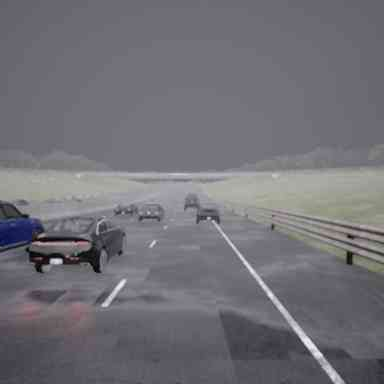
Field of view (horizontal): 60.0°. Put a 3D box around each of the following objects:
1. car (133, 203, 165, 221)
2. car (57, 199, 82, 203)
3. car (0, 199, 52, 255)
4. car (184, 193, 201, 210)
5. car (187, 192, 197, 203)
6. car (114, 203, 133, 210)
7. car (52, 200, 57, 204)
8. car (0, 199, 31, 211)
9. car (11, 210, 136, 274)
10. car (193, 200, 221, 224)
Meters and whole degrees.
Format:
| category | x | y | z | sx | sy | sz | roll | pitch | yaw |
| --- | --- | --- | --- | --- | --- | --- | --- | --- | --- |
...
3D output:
| category | x | y | z | sx | sy | sz | roll | pitch | yaw |
| --- | --- | --- | --- | --- | --- | --- | --- | --- | --- |
| car | -3.403 | 1.720 | 28.616 | 2.033 | 1.411 | 5.357 | 0 | 0 | 0 |
| car | -17.583 | 1.790 | 49.053 | 1.837 | 1.490 | 4.892 | 0 | 0 | 0 |
| car | -6.901 | 1.276 | 10.845 | 2.150 | 2.045 | 5.566 | 0 | 0 | 0 |
| car | 0.013 | 1.506 | 47.235 | 2.150 | 2.045 | 5.566 | 0 | 0 | 0 |
| car | -0.014 | 1.171 | 70.109 | 2.150 | 2.045 | 5.566 | 0 | 1 | 0 |
| car | -6.906 | 1.830 | 35.729 | 1.895 | 1.301 | 4.718 | 0 | 0 | 0 |
| car | -21.070 | 1.887 | 50.023 | 1.895 | 1.301 | 4.718 | 0 | 0 | 0 |
| car | -24.583 | 1.788 | 46.379 | 1.837 | 1.490 | 4.892 | 0 | 0 | 0 |
| car | -3.401 | 1.545 | 10.761 | 2.128 | 1.511 | 4.902 | 0 | 0 | 0 |
| car | 1.221 | 1.662 | 26.475 | 1.837 | 1.490 | 4.892 | 0 | 0 | 0 |
